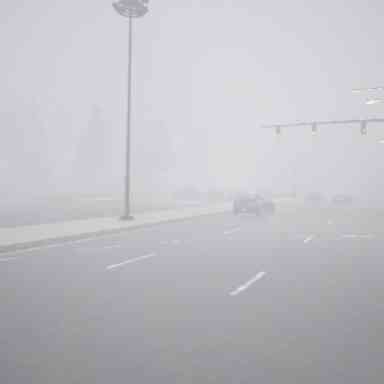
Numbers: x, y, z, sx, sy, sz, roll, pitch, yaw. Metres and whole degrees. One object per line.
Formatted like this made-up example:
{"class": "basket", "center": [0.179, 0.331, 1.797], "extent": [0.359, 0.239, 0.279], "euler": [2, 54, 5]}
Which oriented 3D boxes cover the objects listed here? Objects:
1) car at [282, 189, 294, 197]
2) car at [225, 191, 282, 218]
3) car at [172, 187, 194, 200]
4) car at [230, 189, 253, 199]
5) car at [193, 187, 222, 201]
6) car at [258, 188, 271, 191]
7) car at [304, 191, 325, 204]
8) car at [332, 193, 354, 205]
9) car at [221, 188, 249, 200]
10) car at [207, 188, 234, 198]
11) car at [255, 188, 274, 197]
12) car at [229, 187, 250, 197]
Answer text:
{"class": "car", "center": [17.626, 0.235, 61.551], "extent": [2.033, 1.411, 5.357], "euler": [2, 2, 31]}
{"class": "car", "center": [4.539, 0.920, 23.851], "extent": [2.128, 1.511, 4.902], "euler": [2, 2, 29]}
{"class": "car", "center": [-0.714, 0.064, 45.000], "extent": [2.097, 1.767, 4.553], "euler": [2, 2, 31]}
{"class": "car", "center": [7.836, 0.275, 52.334], "extent": [1.994, 1.385, 4.181], "euler": [2, 2, 32]}
{"class": "car", "center": [2.629, 0.317, 43.789], "extent": [2.128, 1.511, 4.902], "euler": [2, 2, 31]}
{"class": "car", "center": [11.085, 0.375, 50.946], "extent": [2.033, 1.411, 5.357], "euler": [2, 2, 32]}
{"class": "car", "center": [16.046, 0.633, 43.443], "extent": [1.882, 1.535, 5.008], "euler": [2, 2, 31]}
{"class": "car", "center": [18.570, 0.852, 40.863], "extent": [1.994, 1.385, 4.181], "euler": [2, 2, 31]}
{"class": "car", "center": [5.936, 0.446, 42.494], "extent": [1.837, 1.490, 4.892], "euler": [2, 2, 31]}
{"class": "car", "center": [4.710, 0.141, 53.895], "extent": [2.033, 1.411, 5.357], "euler": [2, 2, 33]}
{"class": "car", "center": [13.350, 0.099, 61.274], "extent": [1.837, 1.490, 4.892], "euler": [2, 1, 32]}
{"class": "car", "center": [8.644, -0.015, 60.327], "extent": [1.882, 1.535, 5.008], "euler": [2, 2, 32]}
